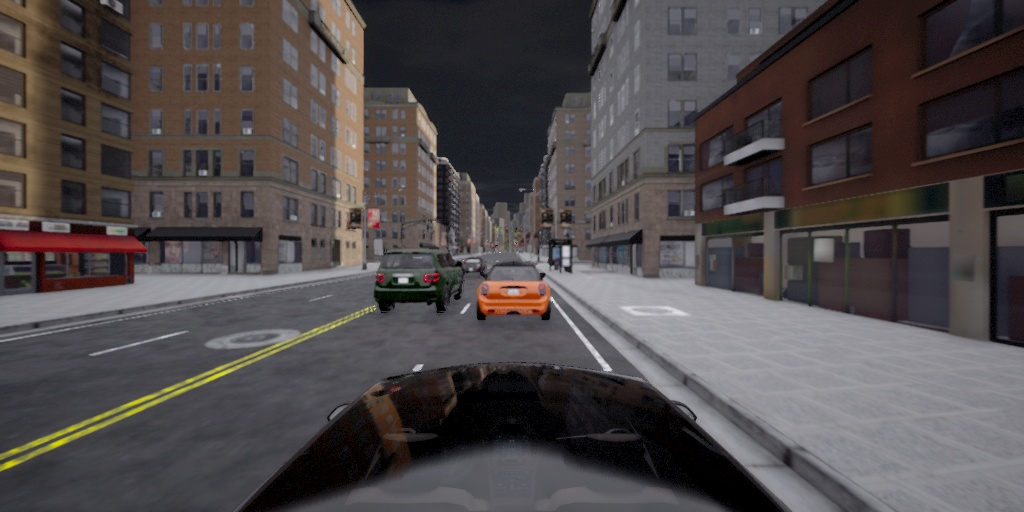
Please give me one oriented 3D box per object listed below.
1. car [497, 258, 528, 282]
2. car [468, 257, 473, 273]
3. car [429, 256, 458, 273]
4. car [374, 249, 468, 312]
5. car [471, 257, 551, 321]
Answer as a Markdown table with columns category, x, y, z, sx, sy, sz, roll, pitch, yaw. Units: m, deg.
| category | x | y | z | sx | sy | sz | roll | pitch | yaw |
| --- | --- | --- | --- | --- | --- | --- | --- | --- | --- |
| car | 0.064 | 0.913 | 25.755 | 2.033 | 1.411 | 5.357 | 0 | 1 | 1 |
| car | -3.138 | 0.826 | 29.883 | 1.812 | 1.442 | 4.674 | 0 | 1 | 0 |
| car | -6.531 | 0.752 | 34.565 | 1.812 | 1.442 | 4.674 | 0 | 1 | 0 |
| car | -3.173 | 0.784 | 13.250 | 2.150 | 2.045 | 5.566 | 0 | 1 | 1 |
| car | 0.066 | 0.940 | 11.786 | 2.097 | 1.767 | 4.553 | 0 | 1 | 1 |
